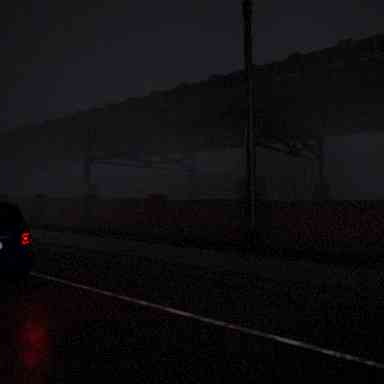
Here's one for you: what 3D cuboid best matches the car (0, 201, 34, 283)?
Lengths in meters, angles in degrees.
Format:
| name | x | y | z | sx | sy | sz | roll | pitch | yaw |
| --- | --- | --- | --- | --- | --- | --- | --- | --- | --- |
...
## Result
| name | x | y | z | sx | sy | sz | roll | pitch | yaw |
| --- | --- | --- | --- | --- | --- | --- | --- | --- | --- |
| car | -6.277 | 1.225 | 8.470 | 5.566 | 2.045 | 2.150 | 0 | 0 | 36 |
